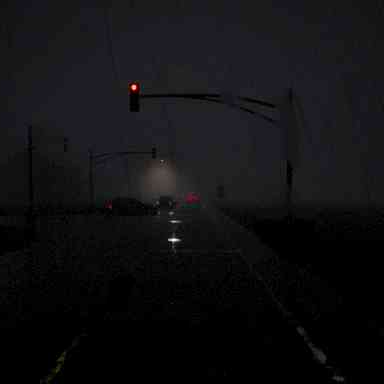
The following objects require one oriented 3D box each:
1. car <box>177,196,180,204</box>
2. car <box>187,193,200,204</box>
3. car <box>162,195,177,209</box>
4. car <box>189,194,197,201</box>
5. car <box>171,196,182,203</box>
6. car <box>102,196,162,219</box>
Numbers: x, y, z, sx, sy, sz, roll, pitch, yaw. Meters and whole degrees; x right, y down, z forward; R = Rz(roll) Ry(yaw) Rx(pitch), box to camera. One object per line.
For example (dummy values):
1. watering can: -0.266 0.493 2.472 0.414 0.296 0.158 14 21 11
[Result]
1. car: -3.431 1.308 52.298 2.097 1.767 4.553 0 0 0
2. car: 0.291 1.157 63.296 2.150 2.045 5.566 0 0 0
3. car: -3.459 1.320 43.517 2.097 1.767 4.553 0 0 0
4. car: 0.261 1.414 86.100 2.128 1.511 4.902 0 0 0
5. car: -3.286 1.476 70.859 1.994 1.385 4.181 0 0 0
6. car: -5.253 1.286 28.385 4.553 1.767 2.097 0 0 -33
